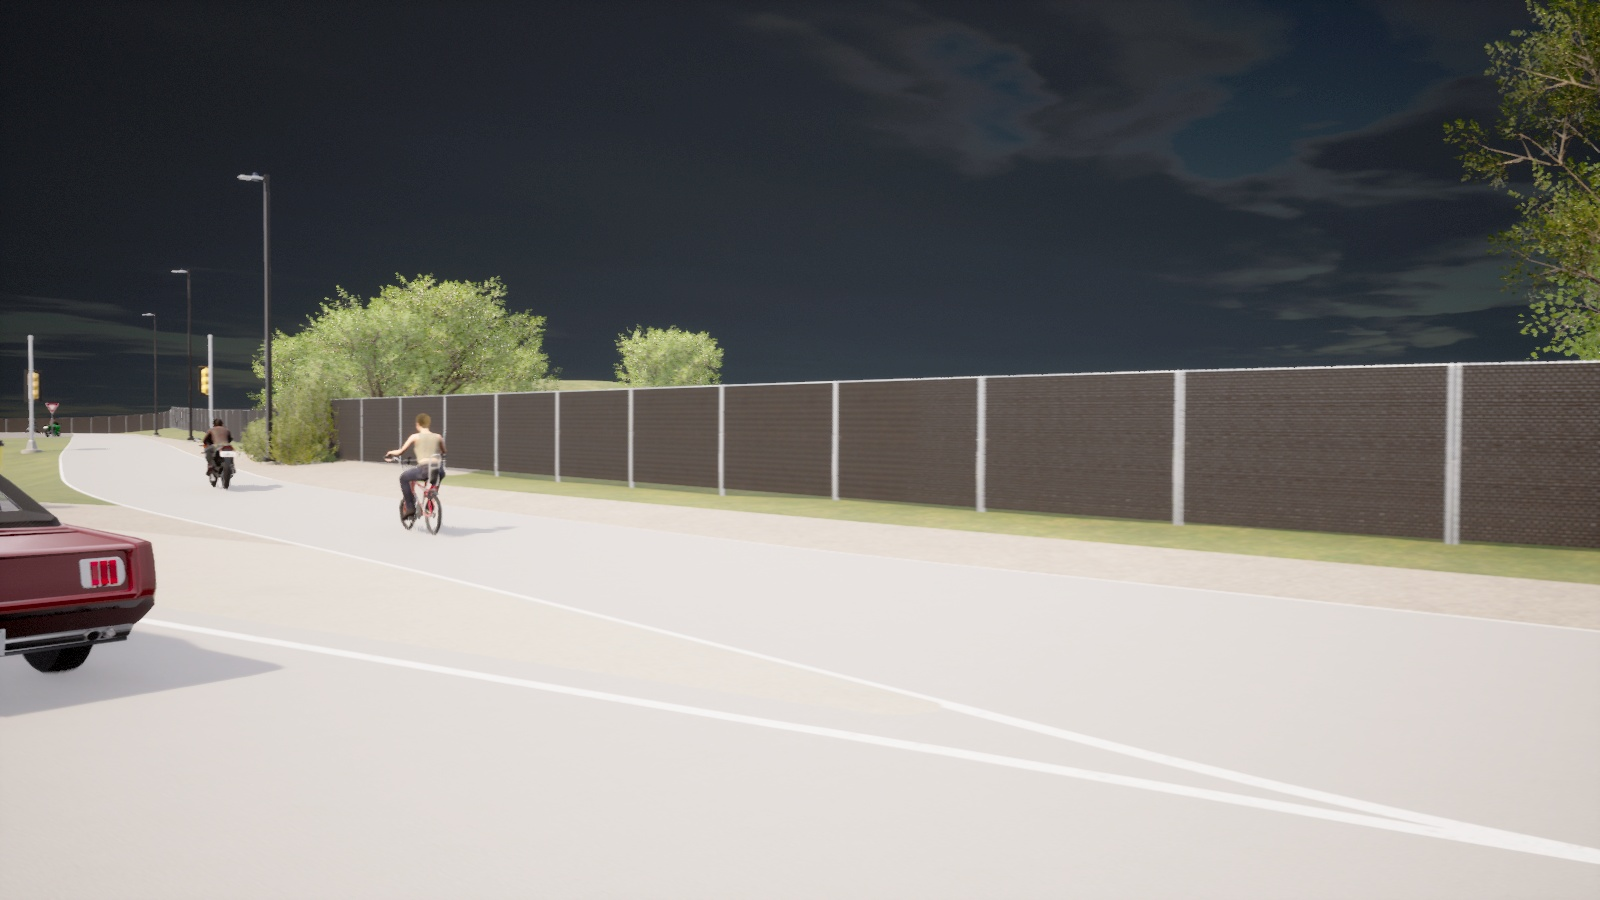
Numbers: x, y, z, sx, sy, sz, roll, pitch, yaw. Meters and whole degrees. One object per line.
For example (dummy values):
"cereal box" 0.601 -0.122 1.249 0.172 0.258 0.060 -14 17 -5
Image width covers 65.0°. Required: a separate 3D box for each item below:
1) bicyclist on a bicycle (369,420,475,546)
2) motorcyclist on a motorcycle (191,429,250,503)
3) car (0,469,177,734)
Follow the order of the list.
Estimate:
"bicyclist on a bicycle" -5.109 0.407 16.930 0.866 1.612 1.509 -1 1 -37
"motorcyclist on a motorcycle" -12.531 0.309 27.116 0.797 1.523 2.044 -2 2 -35
"car" -6.032 0.791 7.634 4.718 1.301 1.895 0 1 34
